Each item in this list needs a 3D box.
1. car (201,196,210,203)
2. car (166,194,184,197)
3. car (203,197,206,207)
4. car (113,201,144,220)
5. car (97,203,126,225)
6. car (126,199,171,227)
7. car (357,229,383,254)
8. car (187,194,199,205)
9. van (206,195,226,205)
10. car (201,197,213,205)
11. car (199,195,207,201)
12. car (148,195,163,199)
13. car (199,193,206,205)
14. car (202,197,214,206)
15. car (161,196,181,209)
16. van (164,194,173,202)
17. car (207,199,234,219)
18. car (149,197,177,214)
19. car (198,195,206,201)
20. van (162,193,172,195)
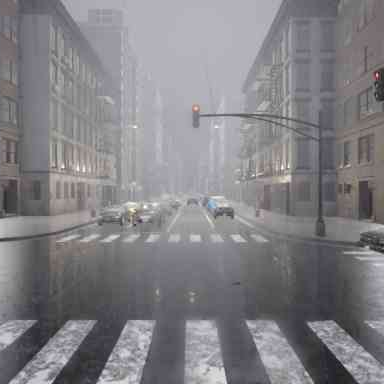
[{"bbox_3d":[2.654,1.521,66.923,1.752,1.417,4.829,0,0,0],"label":"car"},{"bbox_3d":[-2.793,1.474,53.024,1.882,1.535,5.008,0,0,1],"label":"car"},{"bbox_3d":[2.645,1.578,39.723,1.802,1.307,4.206,0,0,0],"label":"car"},{"bbox_3d":[-5.393,1.523,28.740,1.752,1.417,4.829,0,0,0],"label":"car"},{"bbox_3d":[-5.389,1.549,23.504,2.008,1.369,4.403,0,0,0],"label":"car"},{"bbox_3d":[-2.847,1.490,22.872,2.128,1.511,4.902,0,0,0],"label":"car"},{"bbox_3d":[8.909,1.603,11.854,5.357,1.411,2.033,0,0,0],"label":"car"},{"bbox_3d":[0.103,1.501,57.073,1.837,1.490,4.892,0,0,0],"label":"car"},{"bbox_3d":[2.643,1.338,34.317,1.690,1.788,3.998,0,0,0],"label":"van"},{"bbox_3d":[2.652,1.546,61.348,2.008,1.369,4.403,0,0,0],"label":"car"},{"bbox_3d":[2.660,1.539,82.973,1.887,1.381,4.507,0,0,0],"label":"car"},{"bbox_3d":[-5.407,1.436,45.129,1.967,1.590,4.097,0,0,0],"label":"car"},{"bbox_3d":[2.649,1.311,50.535,2.192,1.841,5.009,0,0,0],"label":"car"},{"bbox_3d":[2.650,1.562,55.942,1.947,1.339,4.313,0,0,0],"label":"car"},{"bbox_3d":[-2.832,1.560,42.769,1.994,1.385,4.181,0,0,1],"label":"car"},{"bbox_3d":[-5.434,1.336,77.566,1.690,1.788,3.998,0,0,0],"label":"van"},{"bbox_3d":[2.641,1.548,28.910,2.008,1.369,4.403,0,0,0],"label":"car"},{"bbox_3d":[-2.843,1.544,32.755,2.033,1.411,5.357,0,0,0],"label":"car"},{"bbox_3d":[2.661,1.560,88.379,1.947,1.339,4.313,0,0,0],"label":"car"},{"bbox_3d":[-5.425,1.337,66.753,1.690,1.788,3.998,0,0,0],"label":"van"}]
